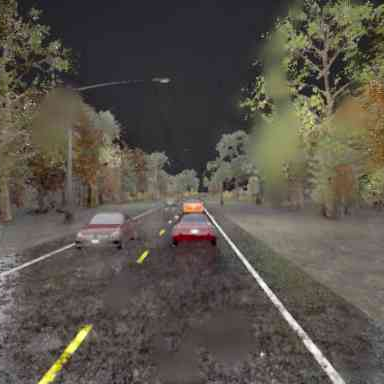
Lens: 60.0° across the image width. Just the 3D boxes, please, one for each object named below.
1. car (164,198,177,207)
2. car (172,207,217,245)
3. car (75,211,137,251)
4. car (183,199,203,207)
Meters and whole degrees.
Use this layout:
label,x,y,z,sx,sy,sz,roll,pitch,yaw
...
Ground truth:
label,x,y,z,sx,sy,sz,roll,pitch,yaw
car,-3.503,1.717,54.807,2.128,1.511,4.902,0,0,1
car,0.115,1.639,16.027,1.994,1.385,4.181,0,0,0
car,-3.587,1.595,14.670,1.812,1.442,4.674,0,0,0
car,0.134,1.501,35.192,2.097,1.767,4.553,0,0,0
